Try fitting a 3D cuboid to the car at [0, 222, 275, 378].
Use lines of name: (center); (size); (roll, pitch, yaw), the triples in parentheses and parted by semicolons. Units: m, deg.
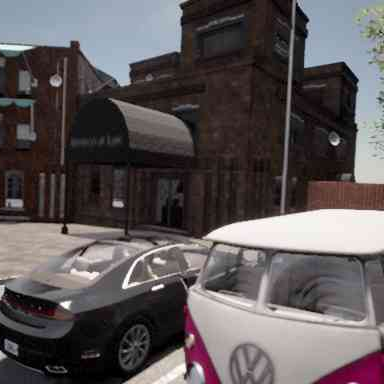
car: (-0.623, 1.479, 5.715); (2.231, 1.521, 4.892); (1, 1, 35)
